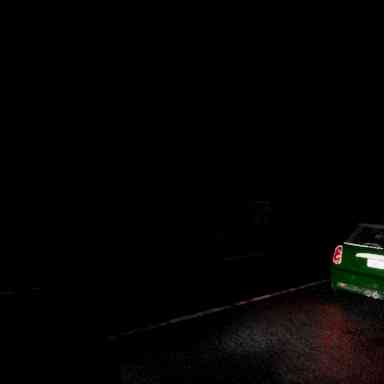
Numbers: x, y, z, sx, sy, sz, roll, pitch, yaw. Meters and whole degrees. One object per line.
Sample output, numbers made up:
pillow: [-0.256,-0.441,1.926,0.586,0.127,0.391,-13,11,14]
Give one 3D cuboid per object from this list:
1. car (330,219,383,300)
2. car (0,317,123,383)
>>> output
car: [5.140,1.352,7.404,4.553,1.767,2.097,0,0,-35]
car: [-2.774,1.492,1.770,4.902,1.511,2.128,0,0,-36]
